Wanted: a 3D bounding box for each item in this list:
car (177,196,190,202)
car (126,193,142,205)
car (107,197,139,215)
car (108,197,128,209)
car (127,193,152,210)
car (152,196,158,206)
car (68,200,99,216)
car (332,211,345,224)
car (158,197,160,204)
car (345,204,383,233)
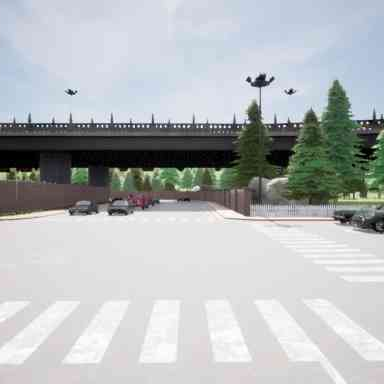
[{"bbox_3d":[-1.908,1.553,75.198,1.994,1.385,4.181,0,0,-19],"label":"car"},{"bbox_3d":[-10.639,1.223,61.154,2.150,2.045,5.566,0,0,-1],"label":"car"},{"bbox_3d":[-7.043,1.547,33.560,2.033,1.411,5.357,0,0,0],"label":"car"},{"bbox_3d":[-10.554,1.525,47.511,1.812,1.442,4.674,0,0,0],"label":"car"},{"bbox_3d":[-7.045,1.221,43.734,2.150,2.045,5.566,0,0,0],"label":"car"},{"bbox_3d":[-7.046,1.564,53.742,1.994,1.385,4.181,0,0,0],"label":"car"},{"bbox_3d":[-10.571,1.526,32.904,1.812,1.442,4.674,0,0,0],"label":"car"},{"bbox_3d":[11.985,1.545,22.179,4.718,1.301,1.895,0,0,2],"label":"car"},{"bbox_3d":[-7.197,1.547,64.403,2.033,1.411,5.357,0,0,-3],"label":"car"},{"bbox_3d":[11.481,1.297,18.671,4.553,1.767,2.097,0,0,2],"label":"car"}]
